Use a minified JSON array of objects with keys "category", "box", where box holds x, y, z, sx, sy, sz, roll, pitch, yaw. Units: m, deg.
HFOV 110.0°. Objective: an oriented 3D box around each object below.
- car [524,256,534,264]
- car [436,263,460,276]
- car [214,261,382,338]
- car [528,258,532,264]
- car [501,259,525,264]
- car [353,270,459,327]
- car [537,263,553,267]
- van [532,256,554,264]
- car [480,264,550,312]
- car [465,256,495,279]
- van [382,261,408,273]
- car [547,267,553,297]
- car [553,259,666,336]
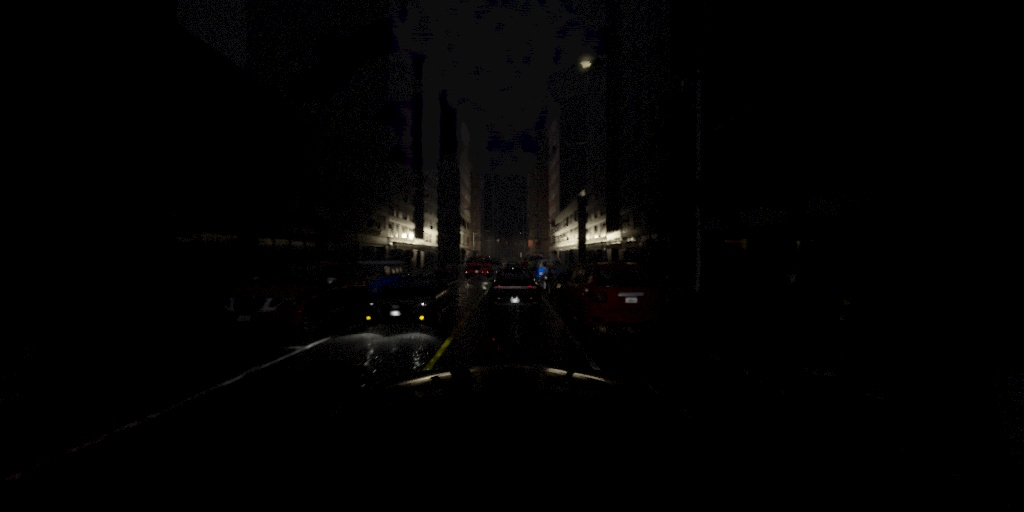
[{"category":"car","box":[3.111,0.982,49.093,2.150,2.045,5.566,0,0,0]},{"category":"car","box":[-5.854,1.312,32.741,1.888,1.381,4.507,0,0,0]},{"category":"car","box":[-5.856,1.074,10.395,2.192,1.841,5.009,0,0,0]},{"category":"car","box":[3.152,1.289,42.064,1.812,1.442,4.674,0,0,0]},{"category":"car","box":[0.096,1.328,40.466,1.994,1.385,4.181,0,0,0]},{"category":"car","box":[-3.097,1.324,11.485,1.994,1.385,4.181,0,0,0]},{"category":"car","box":[2.670,1.317,21.581,2.007,1.370,4.403,0,0,0]},{"category":"van","box":[2.670,1.109,27.166,1.690,1.789,3.998,0,0,0]},{"category":"car","box":[0.102,1.256,14.293,2.128,1.511,4.902,0,0,0]},{"category":"car","box":[-3.006,0.993,33.372,2.150,2.045,5.566,0,0,0]},{"category":"van","box":[-5.856,1.105,15.981,1.690,1.789,3.998,0,0,0]},{"category":"car","box":[2.670,1.331,15.994,1.948,1.339,4.313,0,0,0]},{"category":"car","box":[2.669,1.075,10.410,2.192,1.841,5.009,0,0,0]}]
